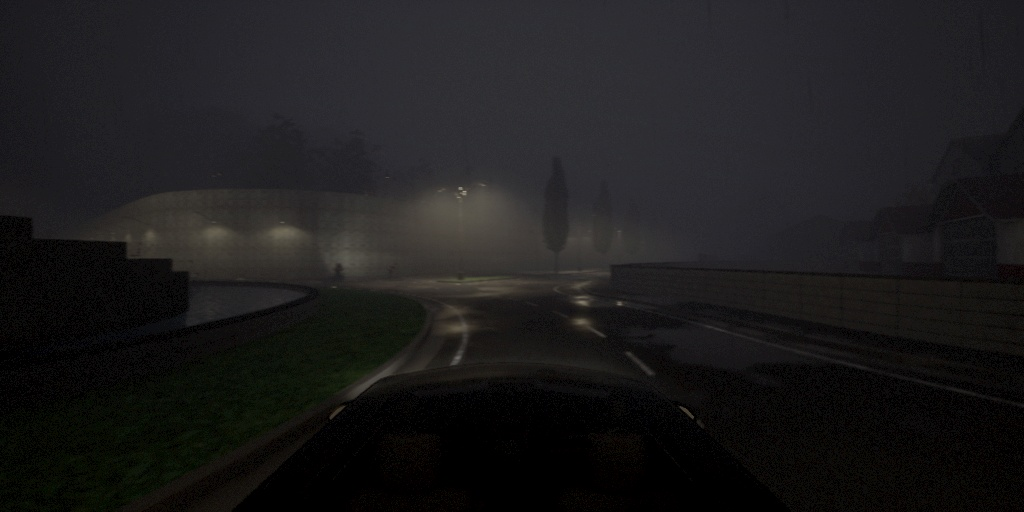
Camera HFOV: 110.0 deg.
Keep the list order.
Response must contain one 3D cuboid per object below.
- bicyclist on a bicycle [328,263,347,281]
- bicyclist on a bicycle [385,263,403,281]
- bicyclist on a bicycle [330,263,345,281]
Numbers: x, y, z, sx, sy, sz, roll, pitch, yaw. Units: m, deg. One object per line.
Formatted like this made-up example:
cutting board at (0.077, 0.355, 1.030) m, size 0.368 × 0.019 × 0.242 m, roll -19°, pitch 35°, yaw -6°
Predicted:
bicyclist on a bicycle at (-16.600, 1.476, 34.183) m, size 0.582 × 1.620 × 1.656 m, roll 0°, pitch 0°, yaw 26°
bicyclist on a bicycle at (-10.727, 1.462, 32.532) m, size 1.656 × 1.620 × 0.582 m, roll 0°, pitch -1°, yaw -37°
bicyclist on a bicycle at (-15.847, 1.465, 32.858) m, size 0.582 × 1.620 × 1.656 m, roll 0°, pitch -1°, yaw 4°
